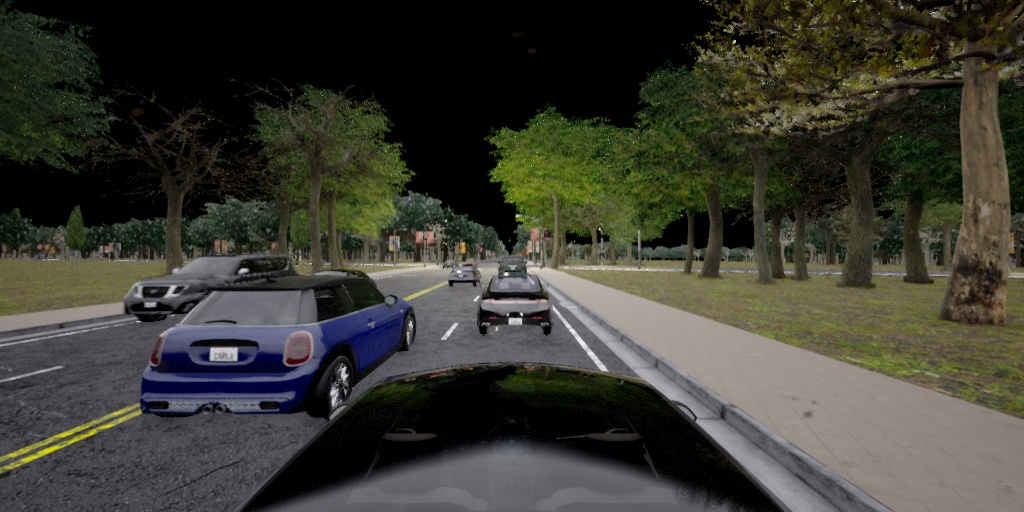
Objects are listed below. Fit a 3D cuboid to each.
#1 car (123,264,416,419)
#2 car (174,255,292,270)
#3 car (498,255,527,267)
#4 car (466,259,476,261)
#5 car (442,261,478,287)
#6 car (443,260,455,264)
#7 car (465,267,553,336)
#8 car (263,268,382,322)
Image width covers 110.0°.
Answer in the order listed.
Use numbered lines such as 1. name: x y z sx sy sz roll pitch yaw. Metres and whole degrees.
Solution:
1. car: -3.158 1.102 6.063 2.097 1.767 4.553 0 0 0
2. car: -9.871 0.972 12.549 2.150 2.045 5.566 0 0 0
3. car: 0.042 0.980 28.395 2.150 2.045 5.566 0 0 0
4. car: -6.618 1.203 57.412 2.097 1.767 4.553 0 0 0
5. car: -3.197 1.302 24.827 2.033 1.411 5.357 0 0 0
6. car: -9.868 1.352 57.375 1.837 1.490 4.892 0 0 0
7. car: 0.080 1.243 10.415 2.128 1.511 4.902 0 0 0
8. car: -6.624 1.255 13.295 1.837 1.490 4.892 0 0 0
